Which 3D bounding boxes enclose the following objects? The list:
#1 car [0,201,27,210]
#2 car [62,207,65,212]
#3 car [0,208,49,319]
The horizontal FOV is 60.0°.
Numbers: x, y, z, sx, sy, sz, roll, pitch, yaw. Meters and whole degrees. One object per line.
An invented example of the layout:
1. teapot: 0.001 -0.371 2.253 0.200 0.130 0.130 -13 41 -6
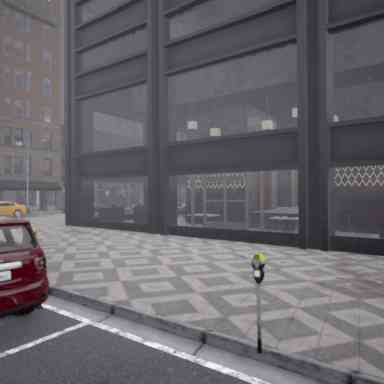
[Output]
1. car: -18.209 1.629 31.156 1.882 1.535 5.008 -1 -1 36
2. car: -12.436 1.782 39.139 2.033 1.411 5.357 -1 -1 35
3. car: -4.718 1.314 6.230 5.009 1.841 2.192 0 -1 36
